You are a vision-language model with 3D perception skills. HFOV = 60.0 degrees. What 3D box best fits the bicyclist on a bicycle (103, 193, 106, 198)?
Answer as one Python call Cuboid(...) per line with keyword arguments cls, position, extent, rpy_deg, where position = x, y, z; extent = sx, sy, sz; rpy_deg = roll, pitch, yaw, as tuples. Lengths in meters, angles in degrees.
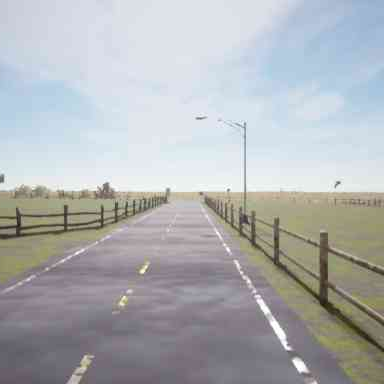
Cuboid(cls="bicyclist on a bicycle", position=(-22.483, 1.121, 85.648), extent=(0.582, 1.620, 1.656), rpy_deg=(1, 0, 1))
